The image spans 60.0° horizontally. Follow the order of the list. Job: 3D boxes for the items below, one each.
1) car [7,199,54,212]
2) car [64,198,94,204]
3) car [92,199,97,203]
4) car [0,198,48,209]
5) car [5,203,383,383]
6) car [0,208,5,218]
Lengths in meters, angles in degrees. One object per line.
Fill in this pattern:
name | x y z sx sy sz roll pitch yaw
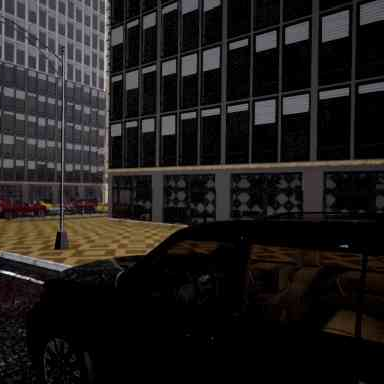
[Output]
car | -19.563 1.642 40.428 1.752 1.417 4.829 1 0 37
car | -14.423 1.555 42.979 2.097 1.767 4.553 1 0 37
car | -9.268 1.829 40.230 1.752 1.417 4.829 1 0 37
car | -16.096 1.519 31.041 2.192 1.841 5.009 1 0 37
car | 0.717 1.221 3.172 5.566 2.045 2.150 0 0 36
car | -7.263 1.348 8.895 4.553 1.767 2.097 0 0 36
